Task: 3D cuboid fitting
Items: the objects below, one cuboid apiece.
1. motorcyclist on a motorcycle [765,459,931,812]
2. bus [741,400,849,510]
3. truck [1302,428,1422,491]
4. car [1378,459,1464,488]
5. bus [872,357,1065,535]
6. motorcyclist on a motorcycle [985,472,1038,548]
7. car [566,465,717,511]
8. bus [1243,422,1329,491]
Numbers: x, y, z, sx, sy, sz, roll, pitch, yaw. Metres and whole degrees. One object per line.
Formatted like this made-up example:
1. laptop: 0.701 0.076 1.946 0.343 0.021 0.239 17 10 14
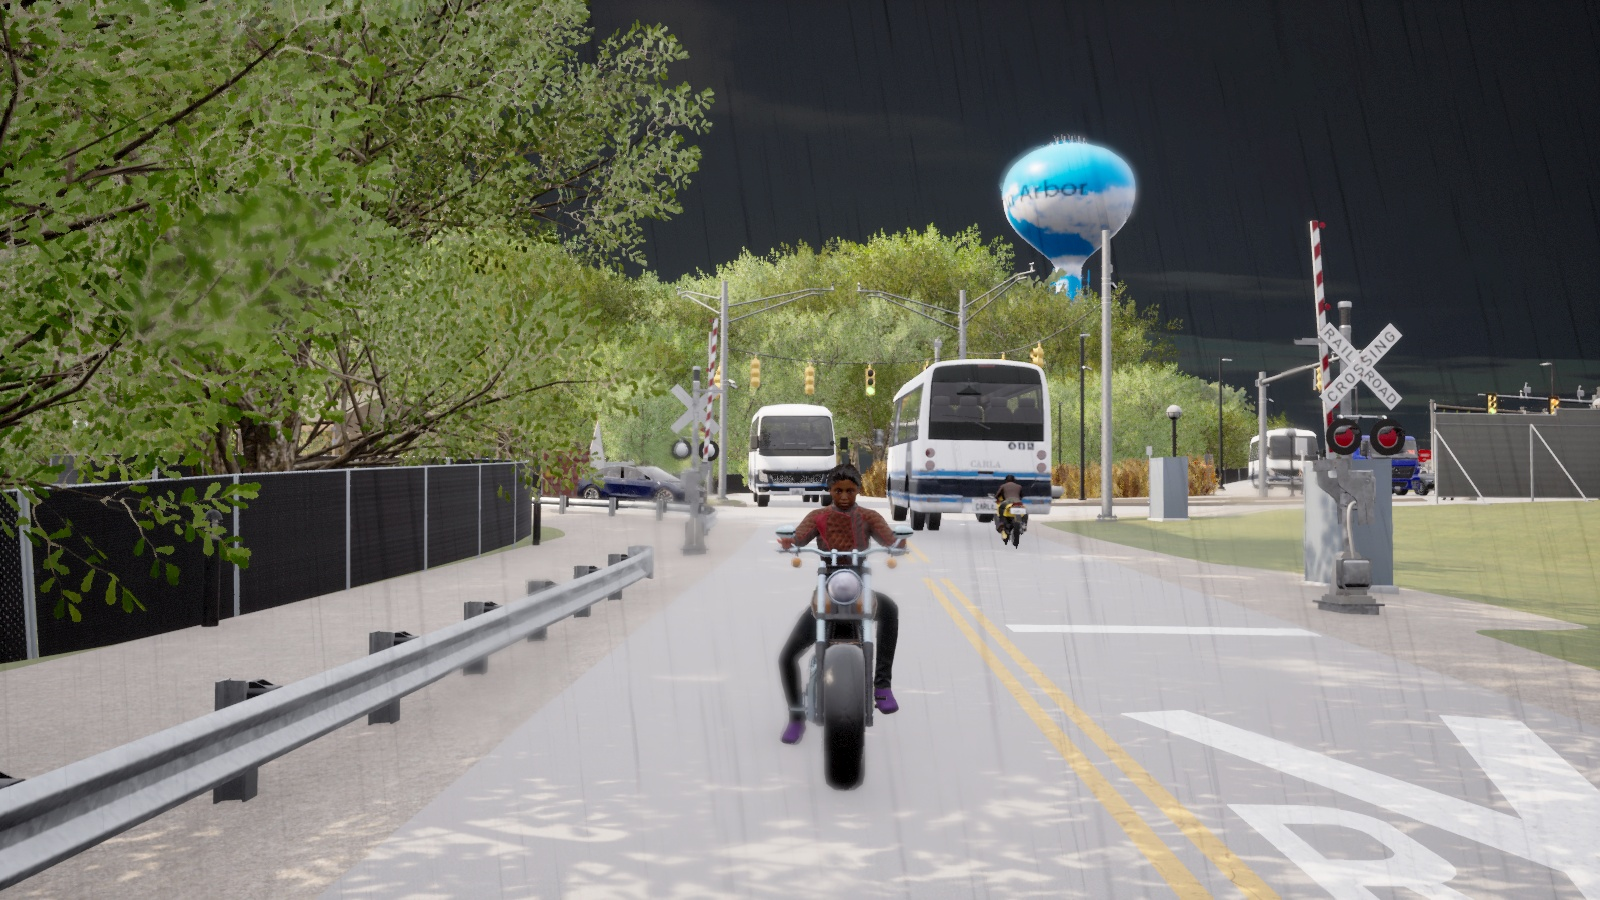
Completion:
1. motorcyclist on a motorcycle: 0.256 0.884 7.056 0.766 1.649 2.350 0 -1 2
2. bus: -0.416 0.233 54.423 3.944 4.253 10.273 0 0 -4
3. truck: 32.458 0.592 72.942 2.891 3.462 7.936 0 -1 -5
4. car: 36.108 1.366 73.140 2.152 1.651 5.027 0 -1 -5
5. bus: 4.367 0.002 35.482 3.944 4.253 10.273 1 -1 -1
6. motorcyclist on a motorcycle: 4.397 1.230 26.266 0.797 1.523 2.044 0 -1 1
7. car: -5.461 1.299 43.211 4.792 1.488 2.163 0 -1 28
8. bus: 33.070 0.568 85.929 3.944 4.253 10.273 0 -3 12
